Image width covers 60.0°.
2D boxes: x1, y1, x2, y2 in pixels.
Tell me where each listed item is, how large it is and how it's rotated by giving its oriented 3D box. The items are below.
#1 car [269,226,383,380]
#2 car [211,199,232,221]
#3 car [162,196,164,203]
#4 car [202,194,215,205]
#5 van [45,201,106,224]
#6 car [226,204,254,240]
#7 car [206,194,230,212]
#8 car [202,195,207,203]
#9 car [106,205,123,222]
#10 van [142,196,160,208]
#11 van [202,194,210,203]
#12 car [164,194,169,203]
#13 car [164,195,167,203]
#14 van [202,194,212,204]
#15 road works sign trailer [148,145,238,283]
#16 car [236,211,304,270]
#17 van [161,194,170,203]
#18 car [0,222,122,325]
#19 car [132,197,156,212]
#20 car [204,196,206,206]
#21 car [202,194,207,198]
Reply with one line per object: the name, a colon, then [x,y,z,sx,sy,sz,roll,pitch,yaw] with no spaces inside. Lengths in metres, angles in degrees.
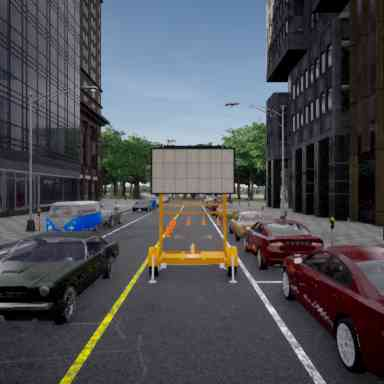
car: [2.777,1.544,5.480,1.887,1.381,4.507,0,0,0]
car: [2.839,1.527,27.399,1.752,1.417,4.829,0,0,0]
car: [-5.626,1.534,48.834,1.752,1.417,4.829,0,0,0]
car: [2.930,1.330,59.855,2.192,1.841,5.009,0,0,0]
van: [-5.718,1.341,16.379,1.690,1.788,3.998,0,0,0]
car: [2.808,1.526,16.524,1.752,1.417,4.829,0,0,0]
car: [2.853,1.318,32.667,2.192,1.841,5.009,0,0,0]
car: [2.900,1.553,48.980,1.887,1.381,4.507,0,0,0]
car: [-5.702,1.552,21.816,2.008,1.369,4.403,0,0,0]
van: [-5.641,1.348,43.567,1.690,1.788,3.998,0,0,0]
van: [2.961,1.363,70.730,1.690,1.788,3.998,0,0,0]
car: [-5.595,1.540,59.709,1.752,1.417,4.829,0,0,0]
car: [-5.610,1.577,54.441,1.947,1.339,4.313,0,0,0]
van: [2.946,1.359,65.293,1.690,1.788,3.998,0,0,0]
road works sign trailer: [0.027,0.464,9.630,2.380,3.560,2.880,0,0,0]
car: [2.792,1.545,10.917,1.887,1.381,4.507,0,0,0]
van: [-5.564,1.363,70.755,1.690,1.788,3.998,0,0,0]
car: [-2.980,1.600,7.236,1.895,1.301,4.718,0,0,0]
car: [-5.656,1.570,38.129,1.947,1.339,4.313,0,0,0]
car: [2.885,1.532,43.712,1.752,1.417,4.829,0,0,0]
car: [2.915,1.451,54.417,1.967,1.590,4.097,0,0,0]
